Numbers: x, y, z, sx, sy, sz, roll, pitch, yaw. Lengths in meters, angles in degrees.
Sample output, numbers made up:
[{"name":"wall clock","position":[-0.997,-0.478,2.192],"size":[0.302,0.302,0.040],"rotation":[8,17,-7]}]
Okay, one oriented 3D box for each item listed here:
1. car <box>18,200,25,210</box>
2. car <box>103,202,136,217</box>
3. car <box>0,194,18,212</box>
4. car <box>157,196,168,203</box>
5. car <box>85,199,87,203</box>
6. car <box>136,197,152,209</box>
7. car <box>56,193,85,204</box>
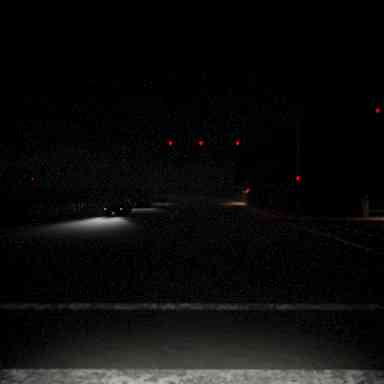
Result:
[{"name":"car","position":[-21.269,1.168,37.849],"size":[3.866,1.878,1.905],"rotation":[0,0,0]},{"name":"car","position":[-7.048,1.611,32.014],"size":[1.895,1.301,4.718],"rotation":[0,0,1]},{"name":"car","position":[-21.335,1.164,34.955],"size":[4.605,1.855,1.932],"rotation":[0,0,0]},{"name":"car","position":[-6.074,1.499,68.281],"size":[1.882,1.535,5.008],"rotation":[0,0,2]},{"name":"car","position":[-21.200,1.414,60.368],"size":[3.806,1.475,1.970],"rotation":[0,0,0]},{"name":"car","position":[-6.797,1.492,46.917],"size":[1.882,1.535,5.008],"rotation":[0,0,2]},{"name":"car","position":[-21.223,1.174,57.473],"size":[3.866,1.878,1.905],"rotation":[0,0,0]}]
